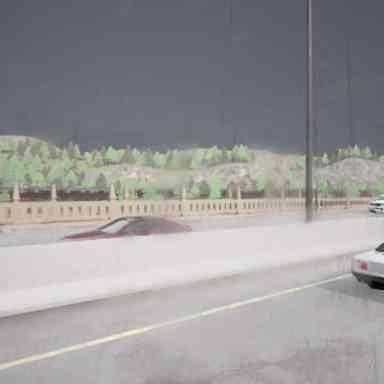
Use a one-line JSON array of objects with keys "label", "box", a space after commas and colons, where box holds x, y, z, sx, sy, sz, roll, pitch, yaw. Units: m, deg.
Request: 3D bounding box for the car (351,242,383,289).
[{"label": "car", "box": [5.900, 1.626, 7.957, 4.718, 1.301, 1.895, 0, 0, -36]}]

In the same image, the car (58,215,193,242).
[{"label": "car", "box": [-2.021, 1.538, 11.128, 4.674, 1.442, 1.812, 0, 0, -36]}]

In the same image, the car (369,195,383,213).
[{"label": "car", "box": [21.790, 1.328, 36.662, 5.566, 2.045, 2.150, 1, 0, -35]}]
